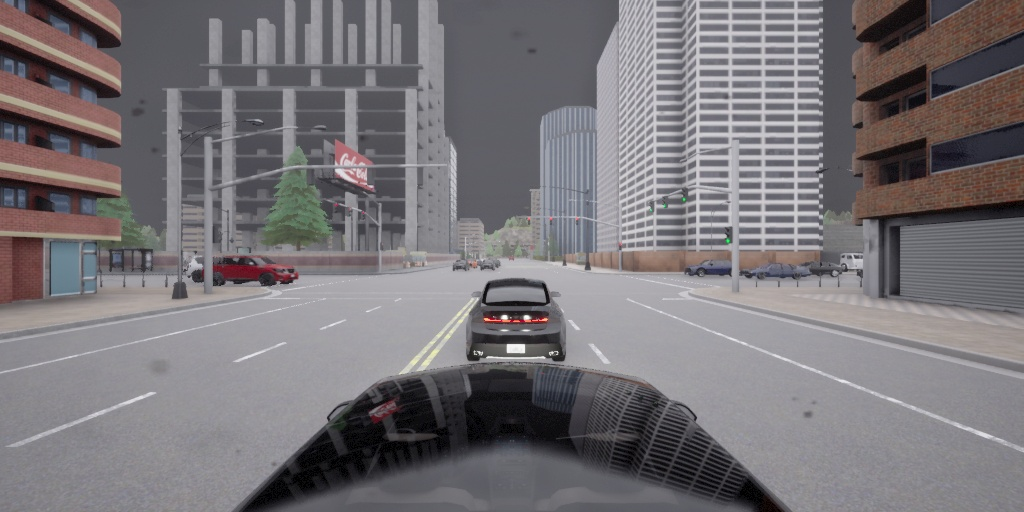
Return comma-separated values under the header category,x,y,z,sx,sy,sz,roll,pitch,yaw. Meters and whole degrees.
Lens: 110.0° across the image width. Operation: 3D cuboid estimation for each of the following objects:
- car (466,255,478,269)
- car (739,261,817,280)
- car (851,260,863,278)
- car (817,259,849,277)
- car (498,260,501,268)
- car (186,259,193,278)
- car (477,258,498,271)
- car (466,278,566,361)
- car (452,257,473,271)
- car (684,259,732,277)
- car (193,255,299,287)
category,x,y,z,sx,sy,sz,roll,pitch,yaw
car,-6.812,1.102,57.973,2.097,1.767,4.553,0,0,0
car,22.804,1.297,31.202,5.357,1.411,2.033,0,0,0
car,32.716,1.314,31.192,4.181,1.385,1.994,0,0,0
car,29.064,1.255,34.695,4.892,1.490,1.837,0,0,0
car,-3.295,1.102,60.422,2.097,1.767,4.553,0,0,0
car,-21.574,0.971,27.474,5.566,2.045,2.150,0,0,0
car,-3.360,1.255,50.297,1.837,1.490,4.892,0,0,0
car,0.093,1.255,8.235,1.837,1.490,4.892,0,0,1
car,-6.869,1.255,48.767,1.837,1.490,4.892,0,0,0
car,19.214,1.102,34.700,4.553,1.767,2.097,0,0,0
car,-17.432,0.971,23.979,5.566,2.045,2.150,0,0,0
